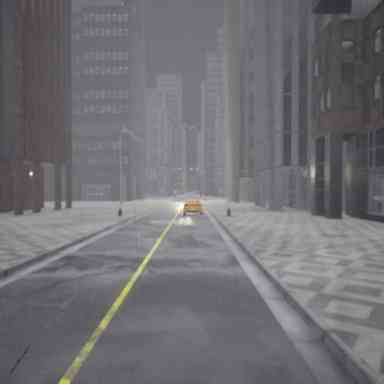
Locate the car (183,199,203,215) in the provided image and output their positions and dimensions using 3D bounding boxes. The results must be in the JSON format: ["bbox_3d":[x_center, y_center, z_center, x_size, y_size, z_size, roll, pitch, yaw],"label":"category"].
[{"bbox_3d":[0.081,1.484,34.380,1.882,1.535,5.008,0,0,0],"label":"car"}]
